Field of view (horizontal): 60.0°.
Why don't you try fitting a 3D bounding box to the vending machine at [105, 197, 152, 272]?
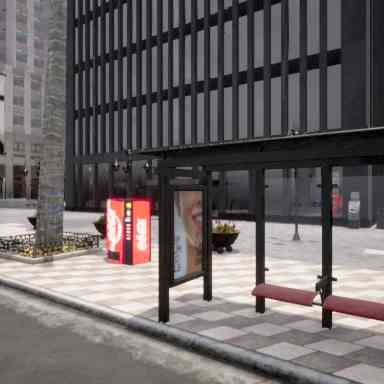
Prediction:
[{"bbox_3d":[-1.909,1.195,10.028,0.880,2.100,1.100,0,0,36],"label":"vending machine"}]
